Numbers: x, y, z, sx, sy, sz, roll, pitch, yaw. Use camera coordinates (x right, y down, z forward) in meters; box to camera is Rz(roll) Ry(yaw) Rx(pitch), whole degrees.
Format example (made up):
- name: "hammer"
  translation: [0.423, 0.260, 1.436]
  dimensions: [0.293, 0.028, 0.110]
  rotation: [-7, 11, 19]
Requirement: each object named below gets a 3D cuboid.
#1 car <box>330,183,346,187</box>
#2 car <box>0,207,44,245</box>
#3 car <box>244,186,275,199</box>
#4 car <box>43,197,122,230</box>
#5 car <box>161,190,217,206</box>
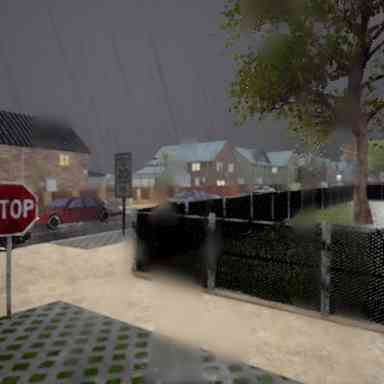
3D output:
- name: "car"
  translation: [22.651, -0.675, 51.766]
  dimensions: [2.128, 1.511, 4.902]
  rotation: [0, 2, 36]
- name: "car"
  translation: [-6.992, 1.138, 10.138]
  dimensions: [2.128, 1.511, 4.902]
  rotation: [-2, 2, 6]
- name: "car"
  translation: [7.207, 0.089, 35.421]
  dimensions: [2.128, 1.511, 4.902]
  rotation: [0, 2, 36]
- name: "car"
  translation: [-6.072, 0.952, 17.048]
  dimensions: [2.033, 1.411, 5.357]
  rotation: [0, 2, 35]
- name: "car"
  translation: [0.006, 0.576, 25.493]
  dimensions: [2.033, 1.411, 5.357]
  rotation: [0, 2, 36]
